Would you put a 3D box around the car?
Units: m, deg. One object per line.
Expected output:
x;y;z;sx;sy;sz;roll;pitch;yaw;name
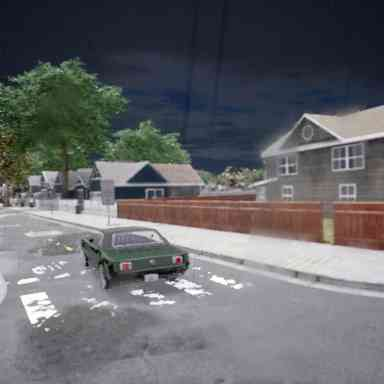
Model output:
-1.876;1.631;9.345;1.895;1.301;4.718;-2;0;-26;car
